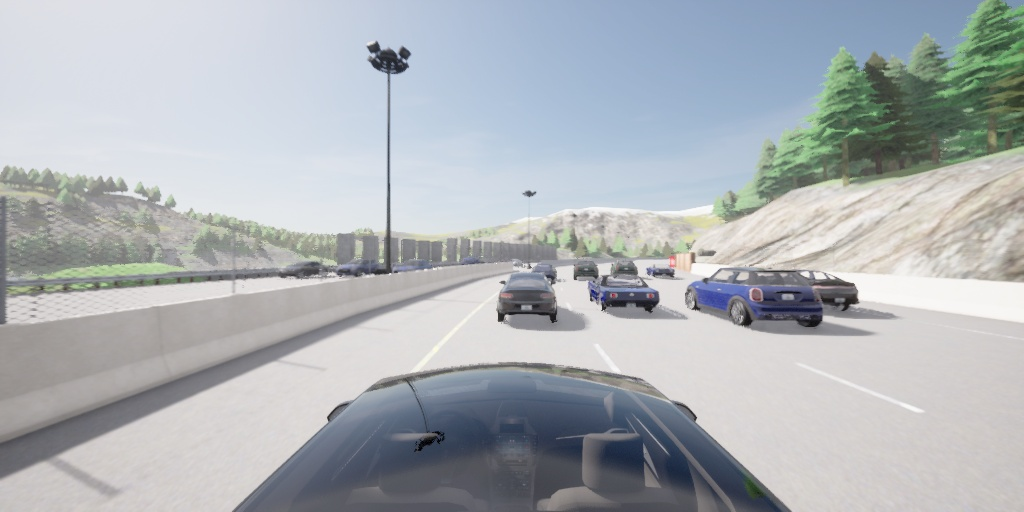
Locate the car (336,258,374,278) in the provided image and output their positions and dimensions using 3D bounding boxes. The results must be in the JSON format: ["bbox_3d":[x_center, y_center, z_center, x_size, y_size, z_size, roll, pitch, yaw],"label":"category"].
[{"bbox_3d":[-14.582,1.069,34.124,2.097,1.767,4.553,0,0,10],"label":"car"}]

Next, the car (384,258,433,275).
[{"bbox_3d":[-8.236,1.084,29.641,2.097,1.767,4.553,0,0,9],"label":"car"}]

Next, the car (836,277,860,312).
[{"bbox_3d":[11.238,1.270,14.484,2.128,1.511,4.902,0,0,5],"label":"car"}]

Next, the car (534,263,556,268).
[{"bbox_3d":[2.795,1.323,30.841,1.994,1.385,4.181,0,0,10],"label":"car"}]

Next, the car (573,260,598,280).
[{"bbox_3d":[6.499,1.120,31.693,2.097,1.767,4.553,0,0,10],"label":"car"}]

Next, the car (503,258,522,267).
[{"bbox_3d":[0.455,1.284,63.674,1.812,1.442,4.674,0,1,20],"label":"car"}]

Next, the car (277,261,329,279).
[{"bbox_3d":[-18.497,1.212,31.972,1.837,1.490,4.892,0,0,9],"label":"car"}]

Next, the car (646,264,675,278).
[{"bbox_3d":[14.141,1.388,34.446,1.895,1.301,4.718,0,0,12],"label":"car"}]

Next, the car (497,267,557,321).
[{"bbox_3d":[0.540,1.278,12.339,1.812,1.442,4.674,0,0,3],"label":"car"}]

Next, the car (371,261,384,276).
[{"bbox_3d":[-11.080,1.327,33.966,1.895,1.301,4.718,0,0,10],"label":"car"}]

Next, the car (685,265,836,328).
[{"bbox_3d":[7.531,1.121,11.749,2.097,1.767,4.553,0,0,3],"label":"car"}]

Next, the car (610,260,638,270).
[{"bbox_3d":[10.425,1.130,33.558,2.097,1.767,4.553,0,0,11],"label":"car"}]

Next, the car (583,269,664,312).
[{"bbox_3d":[4.184,1.362,14.266,1.895,1.301,4.718,0,0,4],"label":"car"}]
